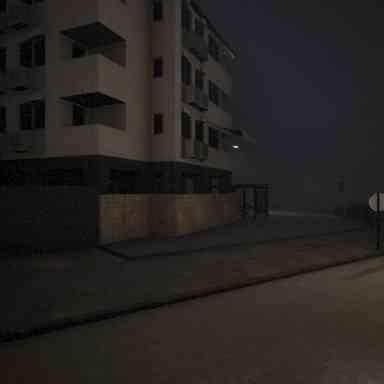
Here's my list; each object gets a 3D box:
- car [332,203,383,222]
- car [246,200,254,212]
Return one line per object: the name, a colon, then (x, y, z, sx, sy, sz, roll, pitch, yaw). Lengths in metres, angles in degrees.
car: (13.948, 1.547, 26.282, 2.033, 1.411, 5.357, 0, 0, -35)
car: (5.301, 1.351, 38.432, 2.097, 1.767, 4.553, 0, 0, -35)
